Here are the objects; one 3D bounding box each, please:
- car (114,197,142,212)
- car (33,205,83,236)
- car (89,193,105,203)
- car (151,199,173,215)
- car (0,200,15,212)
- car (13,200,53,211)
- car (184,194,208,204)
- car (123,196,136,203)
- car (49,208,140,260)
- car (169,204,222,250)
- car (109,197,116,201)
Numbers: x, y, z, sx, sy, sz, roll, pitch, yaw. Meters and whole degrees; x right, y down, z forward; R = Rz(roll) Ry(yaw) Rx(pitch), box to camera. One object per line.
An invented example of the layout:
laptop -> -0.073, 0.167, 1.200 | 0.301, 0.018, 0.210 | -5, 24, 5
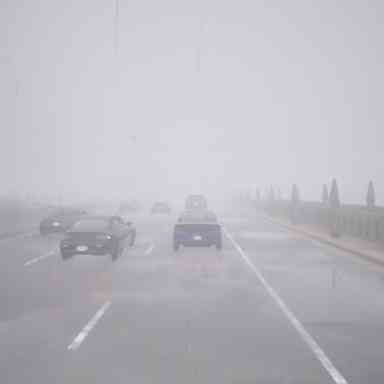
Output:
car -> -6.576, 1.536, 35.318 | 1.812, 1.442, 4.674 | 0, 0, 1
car -> -6.739, 1.567, 18.541 | 1.994, 1.385, 4.181 | 0, 0, 1
car -> -20.322, 1.265, 71.724 | 2.150, 2.045, 5.566 | 0, 0, 1
car -> -3.087, 1.504, 34.284 | 2.128, 1.511, 4.902 | 0, 0, 1
car -> -17.306, 1.492, 31.696 | 2.128, 1.511, 4.902 | 0, 0, 1
car -> -13.824, 1.603, 30.223 | 1.895, 1.301, 4.718 | 0, 0, 1
car -> 0.406, 1.237, 33.514 | 2.150, 2.045, 5.566 | 0, 0, 1
car -> -13.323, 1.640, 71.655 | 1.895, 1.301, 4.718 | 0, 0, 1
car -> -3.309, 1.529, 12.315 | 1.812, 1.442, 4.674 | 0, 0, 0
car -> 0.223, 1.484, 14.366 | 1.882, 1.535, 5.008 | 0, 0, 1
car -> -16.807, 1.645, 73.282 | 1.895, 1.301, 4.718 | 0, 0, 1
